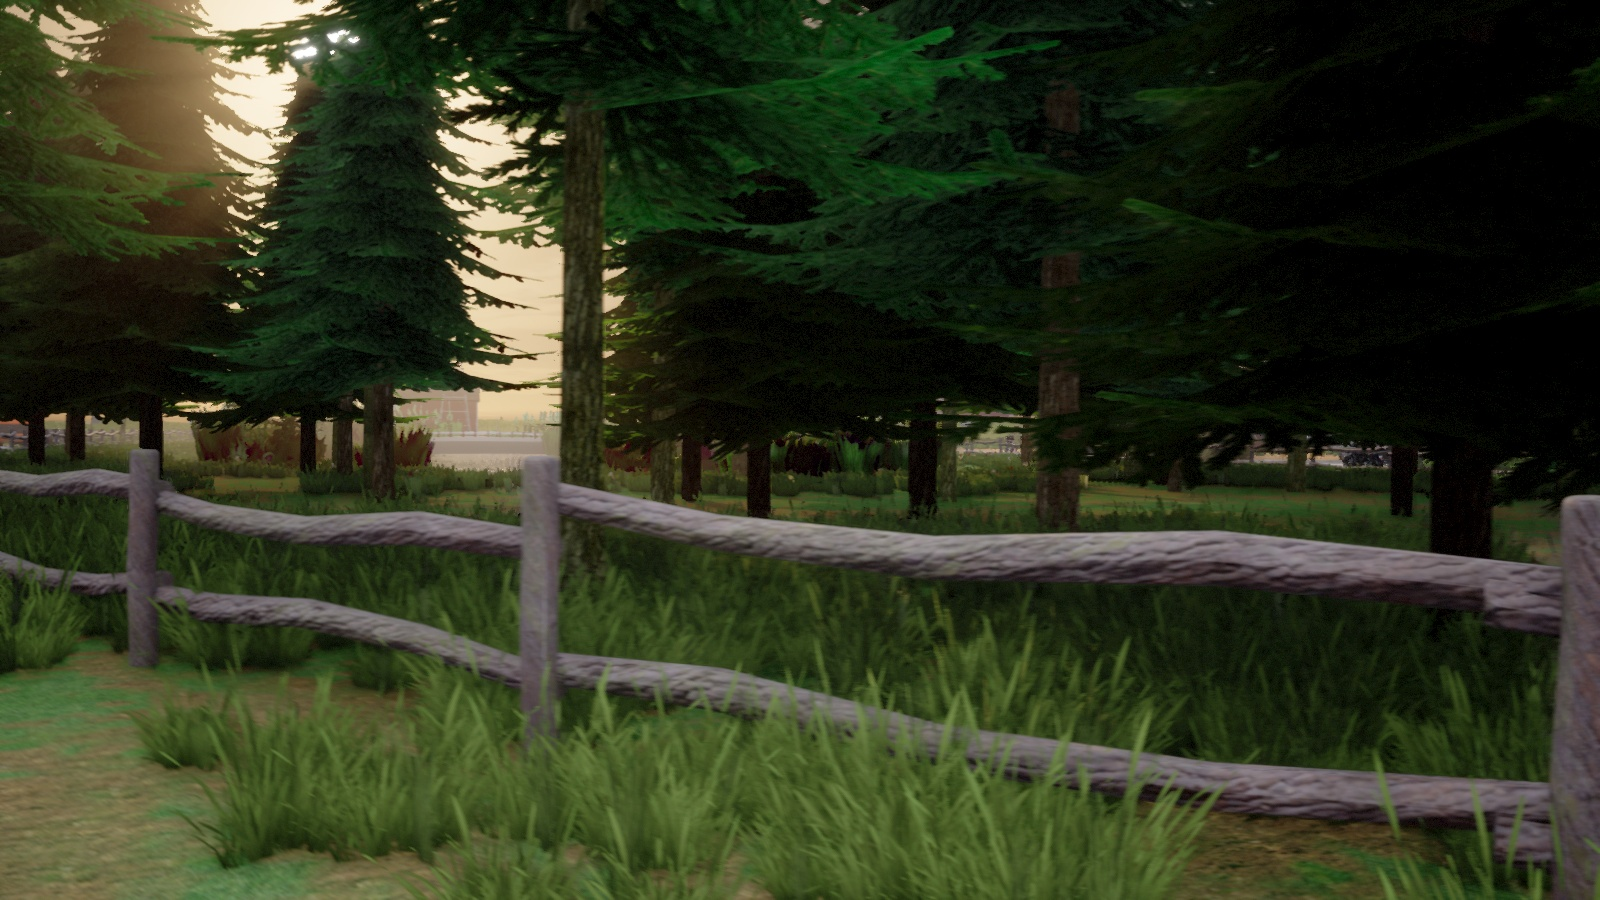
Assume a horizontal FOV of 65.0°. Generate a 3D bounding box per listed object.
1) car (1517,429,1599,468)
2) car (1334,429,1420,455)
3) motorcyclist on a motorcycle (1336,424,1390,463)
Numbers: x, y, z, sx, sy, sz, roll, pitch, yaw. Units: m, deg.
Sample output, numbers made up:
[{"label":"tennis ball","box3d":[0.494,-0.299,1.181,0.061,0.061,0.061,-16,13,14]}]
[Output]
[{"label":"car","box3d":[27.357,-0.070,45.236,1.481,1.376,2.207,-1,1,-17]},{"label":"car","box3d":[33.979,-0.493,73.950,4.674,1.442,1.812,-1,1,-19]},{"label":"motorcyclist on a motorcycle","box3d":[24.523,-0.273,54.742,0.766,1.649,2.350,-1,1,-16]}]
